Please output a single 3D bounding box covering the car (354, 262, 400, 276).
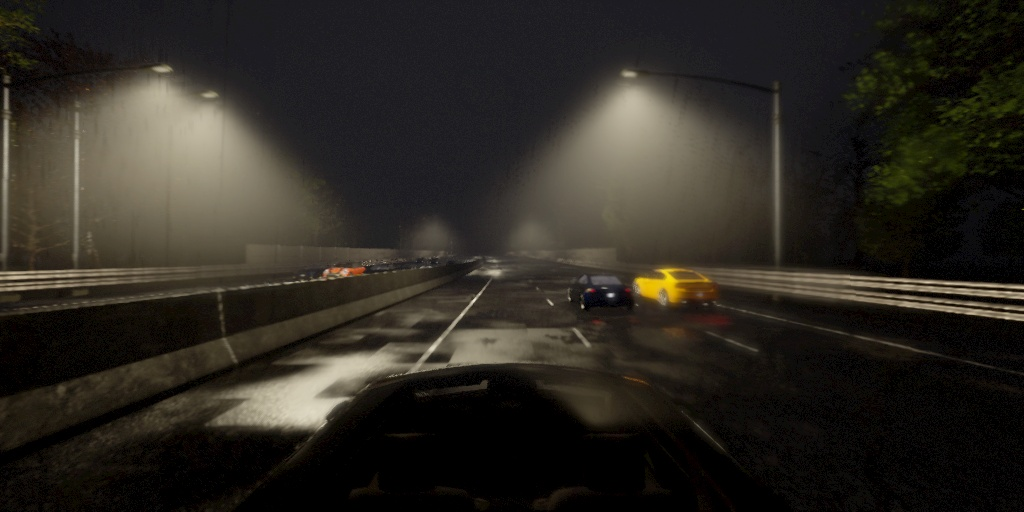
[{"bbox_3d":[-10.745,1.402,29.697,2.128,1.511,4.902,0,0,-1],"label":"car"}]

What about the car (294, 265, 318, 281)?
[{"bbox_3d":[-17.776,1.481,32.440,1.994,1.385,4.181,0,0,-1],"label":"car"}]

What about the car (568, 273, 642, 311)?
[{"bbox_3d":[3.573,1.399,14.953,1.994,1.385,4.181,0,0,0],"label":"car"}]

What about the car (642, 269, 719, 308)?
[{"bbox_3d":[7.068,1.320,15.947,1.882,1.535,5.008,0,0,0],"label":"car"}]

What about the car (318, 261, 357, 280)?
[{"bbox_3d":[-14.257,1.266,30.831,2.097,1.767,4.553,0,0,-1],"label":"car"}]
